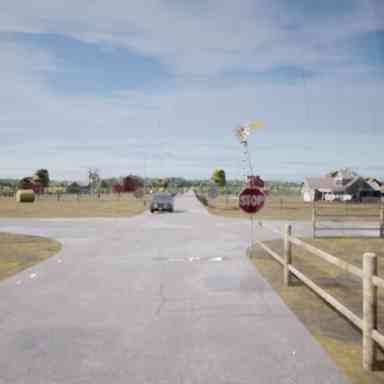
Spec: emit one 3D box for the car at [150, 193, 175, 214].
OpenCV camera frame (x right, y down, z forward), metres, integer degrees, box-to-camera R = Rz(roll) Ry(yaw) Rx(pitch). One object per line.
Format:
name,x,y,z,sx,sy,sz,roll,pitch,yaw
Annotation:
car,-2.928,1.143,33.599,2.150,2.045,5.566,0,2,0
